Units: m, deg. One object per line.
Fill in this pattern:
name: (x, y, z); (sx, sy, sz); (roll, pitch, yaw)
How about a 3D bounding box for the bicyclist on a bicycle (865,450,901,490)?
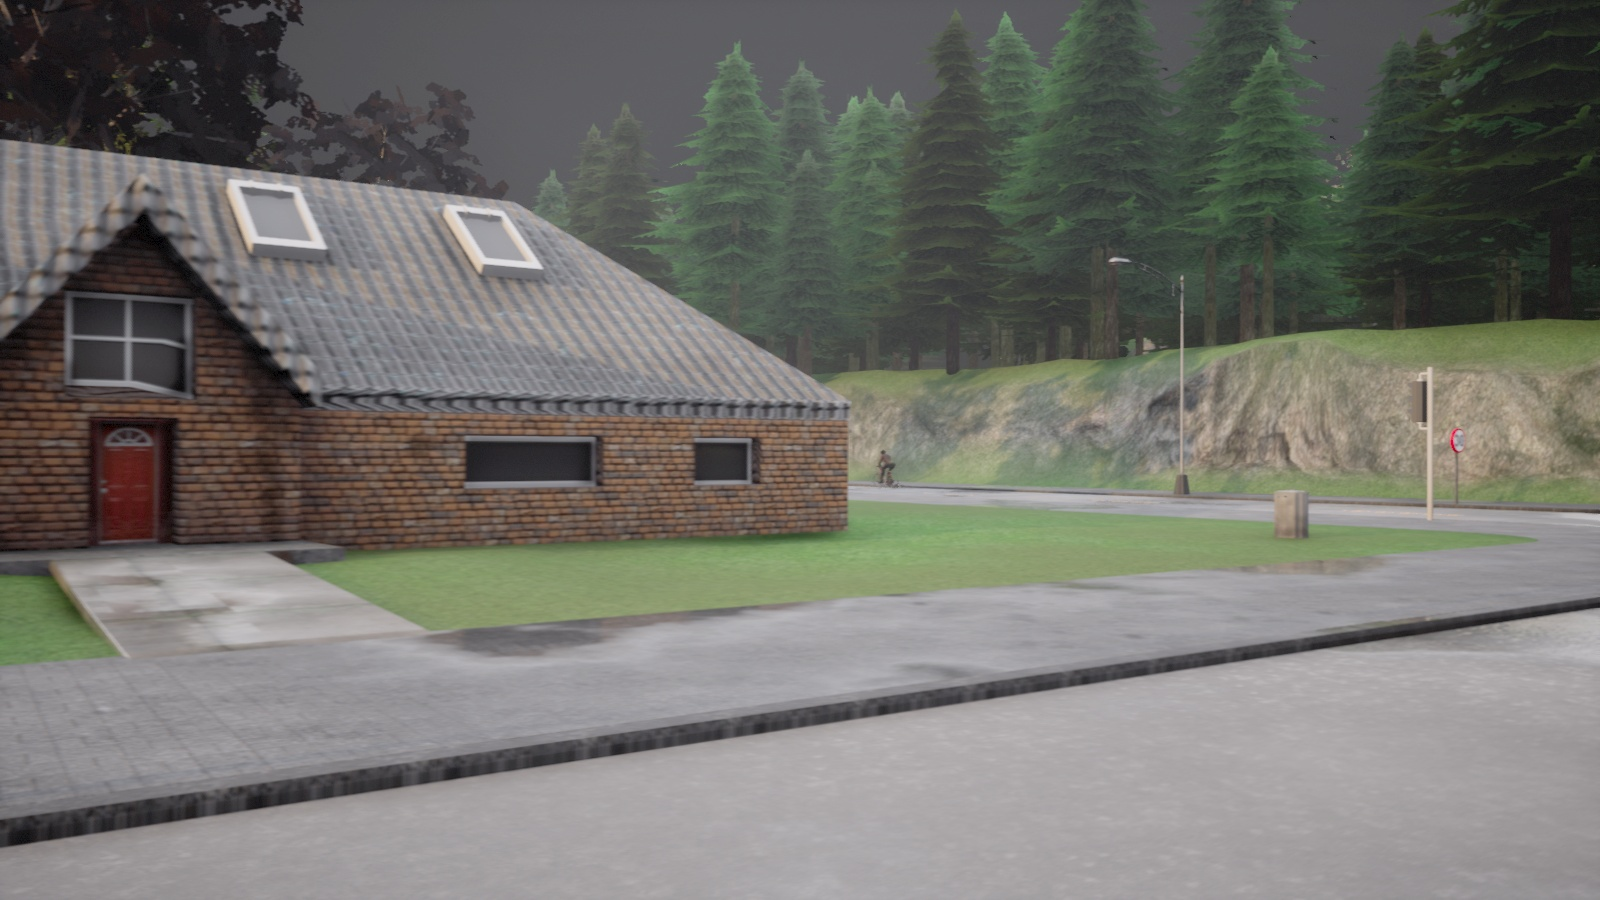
bicyclist on a bicycle: (3.432, 0.818, 51.980); (0.582, 1.620, 1.656); (0, 0, -35)
